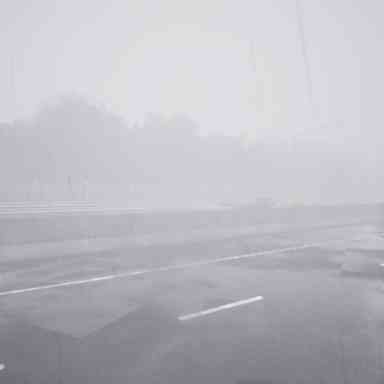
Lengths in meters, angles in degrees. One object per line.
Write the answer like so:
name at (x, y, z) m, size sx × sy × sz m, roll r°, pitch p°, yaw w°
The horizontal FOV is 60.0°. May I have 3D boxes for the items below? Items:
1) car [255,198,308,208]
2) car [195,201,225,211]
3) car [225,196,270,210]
car at (7.653, 1.492, 26.536) m, size 5.008 × 1.535 × 1.882 m, roll 0°, pitch 0°, yaw -36°
car at (2.651, 1.562, 31.555) m, size 4.718 × 1.301 × 1.895 m, roll 1°, pitch 2°, yaw -35°
car at (5.611, 1.132, 29.378) m, size 4.892 × 1.490 × 1.837 m, roll 0°, pitch 0°, yaw -36°
